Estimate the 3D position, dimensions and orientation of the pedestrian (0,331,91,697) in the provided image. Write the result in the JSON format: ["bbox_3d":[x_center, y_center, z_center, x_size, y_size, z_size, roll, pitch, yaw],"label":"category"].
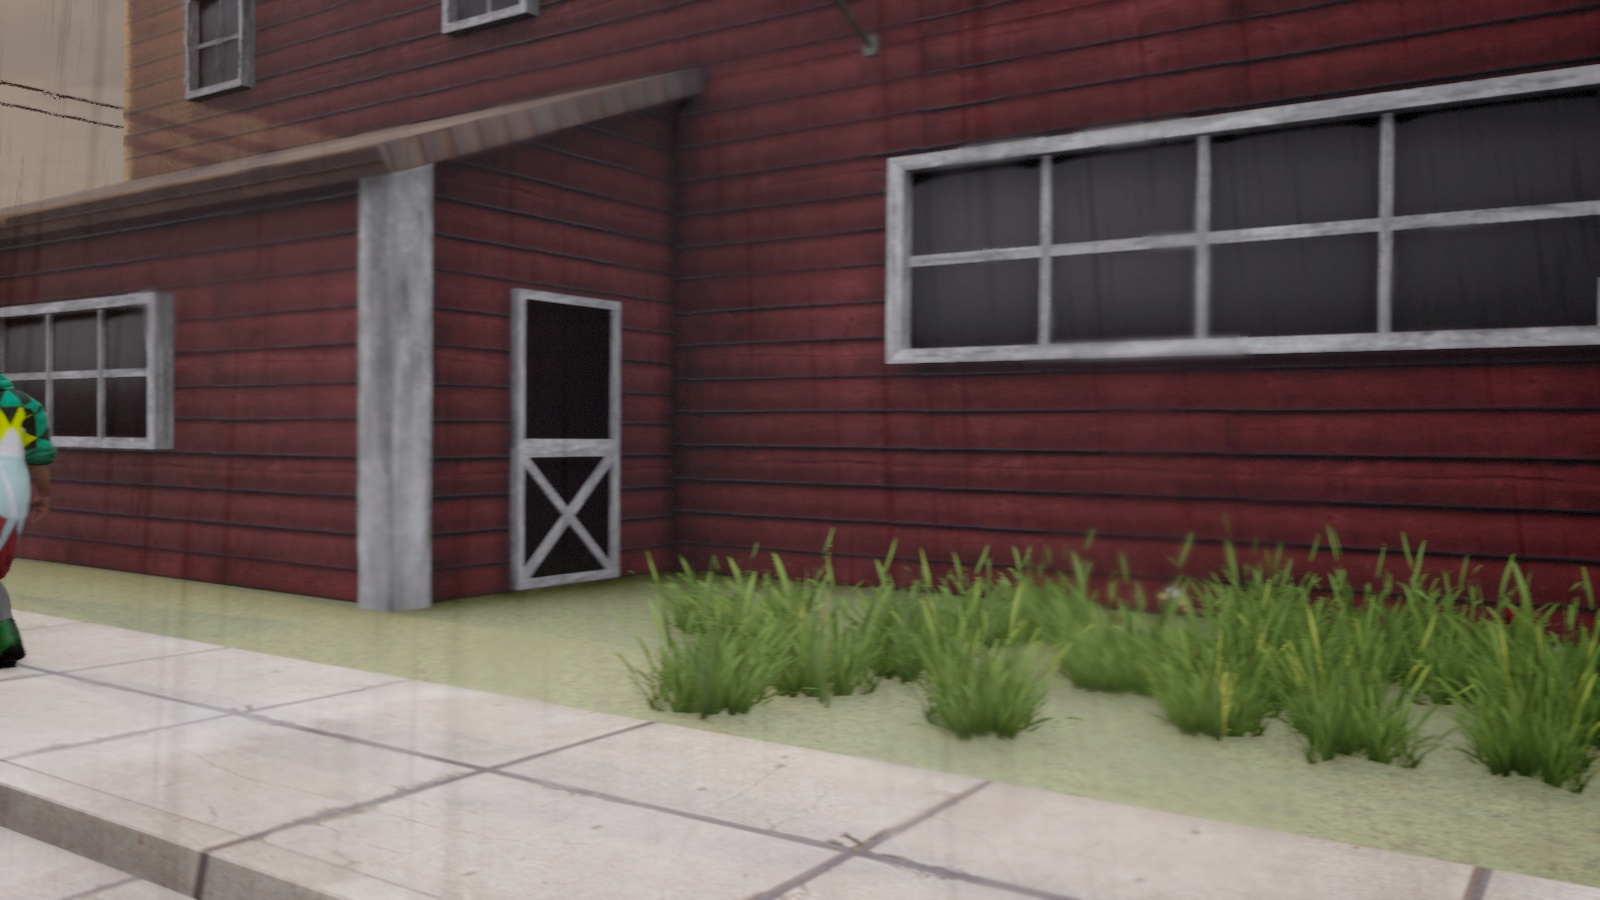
[{"bbox_3d":[-4.545,0.338,7.061,0.873,1.952,0.659,0,1,38],"label":"pedestrian"}]
